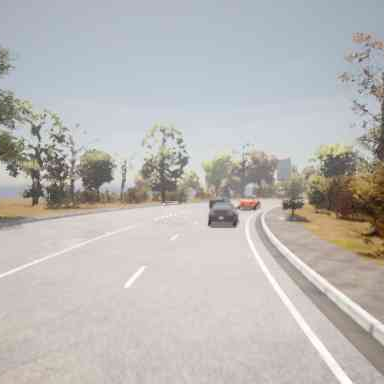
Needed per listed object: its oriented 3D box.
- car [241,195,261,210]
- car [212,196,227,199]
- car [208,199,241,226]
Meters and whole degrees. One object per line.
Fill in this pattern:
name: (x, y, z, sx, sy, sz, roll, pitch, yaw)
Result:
car: (7.072, 1.176, 40.509, 2.097, 1.767, 4.553, 0, 0, 20)
car: (3.526, 1.284, 41.048, 1.882, 1.535, 5.008, 0, 0, 19)
car: (2.194, 1.421, 22.718, 1.812, 1.442, 4.674, 0, 0, 10)
